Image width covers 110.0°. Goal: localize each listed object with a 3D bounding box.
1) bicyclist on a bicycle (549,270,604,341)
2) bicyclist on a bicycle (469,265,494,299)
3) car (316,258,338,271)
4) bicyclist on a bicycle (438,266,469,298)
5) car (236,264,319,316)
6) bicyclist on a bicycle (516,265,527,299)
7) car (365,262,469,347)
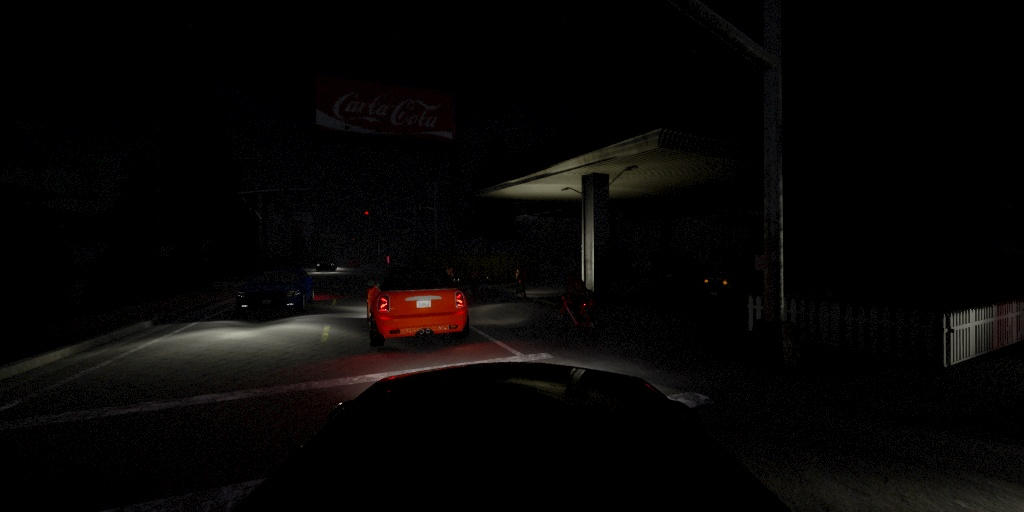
[{"bbox_3d":[1.551,1.188,8.824,0.582,1.620,1.656,3,-2,-44],"label":"bicyclist on a bicycle"},{"bbox_3d":[-1.642,1.296,17.860,1.656,1.620,0.582,1,0,-22],"label":"bicyclist on a bicycle"},{"bbox_3d":[-24.188,1.106,46.702,2.097,1.767,4.553,0,0,-25],"label":"car"},{"bbox_3d":[-2.924,1.267,16.453,1.656,1.620,0.582,1,0,36],"label":"bicyclist on a bicycle"},{"bbox_3d":[-8.723,1.192,13.559,1.882,1.535,5.008,1,-1,-24],"label":"car"},{"bbox_3d":[0.464,1.294,18.014,0.582,1.620,1.656,0,0,15],"label":"bicyclist on a bicycle"},{"bbox_3d":[-2.672,1.022,9.438,2.097,1.767,4.553,0,0,-23],"label":"car"}]
